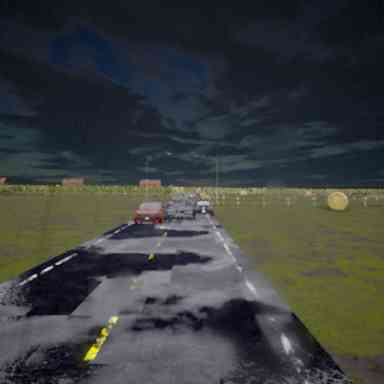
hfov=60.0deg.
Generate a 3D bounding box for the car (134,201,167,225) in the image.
[{"bbox_3d":[-2.847,1.386,23.607,1.882,1.535,5.008,0,0,0],"label":"car"}]

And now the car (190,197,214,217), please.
[{"bbox_3d":[0.964,1.411,29.712,1.812,1.442,4.674,0,0,0],"label":"car"}]

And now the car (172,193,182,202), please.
[{"bbox_3d":[-2.765,1.085,65.259,2.097,1.767,4.553,0,0,1],"label":"car"}]

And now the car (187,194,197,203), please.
[{"bbox_3d":[0.003,1.214,64.761,1.882,1.535,5.008,0,0,0],"label":"car"}]

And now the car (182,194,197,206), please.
[{"bbox_3d":[0.007,1.297,49.170,2.128,1.511,4.902,0,0,0],"label":"car"}]
